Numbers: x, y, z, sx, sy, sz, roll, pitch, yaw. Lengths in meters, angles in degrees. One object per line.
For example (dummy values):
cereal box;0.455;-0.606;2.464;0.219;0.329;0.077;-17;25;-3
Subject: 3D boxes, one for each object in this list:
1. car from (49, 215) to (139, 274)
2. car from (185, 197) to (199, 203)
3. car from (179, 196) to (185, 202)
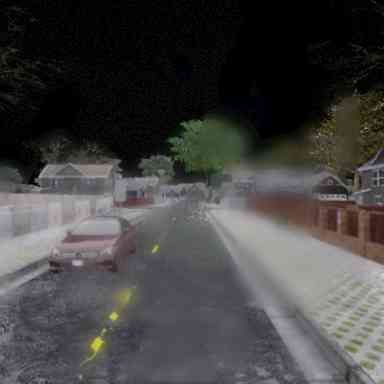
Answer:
car;-2.846;1.512;10.622;1.812;1.442;4.674;0;0;0
car;0.020;2.105;86.134;2.033;1.411;5.357;0;-1;1
car;-2.543;1.920;93.315;2.097;1.767;4.553;0;-1;1
